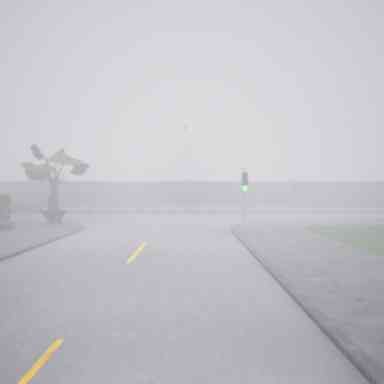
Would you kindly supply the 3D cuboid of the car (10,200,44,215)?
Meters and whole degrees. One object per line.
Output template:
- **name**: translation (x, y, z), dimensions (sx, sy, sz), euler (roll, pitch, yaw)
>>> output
- **car**: translation (-16.188, 1.403, 30.193), dimensions (4.718, 1.301, 1.895), euler (0, 0, 1)
